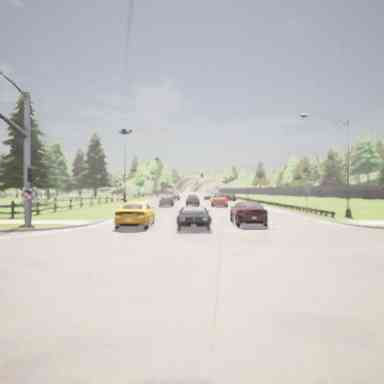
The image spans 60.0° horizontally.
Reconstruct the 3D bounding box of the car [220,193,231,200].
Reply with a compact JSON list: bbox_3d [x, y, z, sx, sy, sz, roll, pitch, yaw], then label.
[{"bbox_3d":[7.022,0.960,71.021,1.837,1.490,4.892,0,0,0],"label":"car"}]

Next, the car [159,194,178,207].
[{"bbox_3d":[-3.385,1.204,45.529,2.128,1.511,4.902,0,0,0],"label":"car"}]

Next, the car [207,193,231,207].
[{"bbox_3d":[3.614,1.065,45.288,2.097,1.767,4.553,0,0,0],"label":"car"}]

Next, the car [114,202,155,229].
[{"bbox_3d":[-3.393,1.348,20.382,1.882,1.535,5.008,0,0,0],"label":"car"}]

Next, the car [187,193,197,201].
[{"bbox_3d":[0.022,1.076,71.021,2.128,1.511,4.902,0,0,0],"label":"car"}]

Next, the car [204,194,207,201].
[{"bbox_3d":[3.522,1.143,71.467,1.895,1.301,4.718,0,0,0],"label":"car"}]

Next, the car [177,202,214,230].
[{"bbox_3d":[0.107,1.475,19.831,1.895,1.301,4.718,0,0,0],"label":"car"}]

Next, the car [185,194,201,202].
[{"bbox_3d":[0.115,1.203,45.534,2.128,1.511,4.902,0,0,0],"label":"car"}]

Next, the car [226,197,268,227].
[{"bbox_3d":[3.606,1.340,21.683,1.882,1.535,5.008,0,0,0],"label":"car"}]

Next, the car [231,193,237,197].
[{"bbox_3d":[7.019,0.966,60.988,2.097,1.767,4.553,0,0,0],"label":"car"}]

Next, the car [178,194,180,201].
[{"bbox_3d":[-3.478,1.091,71.022,2.033,1.411,5.357,0,0,0],"label":"car"}]
